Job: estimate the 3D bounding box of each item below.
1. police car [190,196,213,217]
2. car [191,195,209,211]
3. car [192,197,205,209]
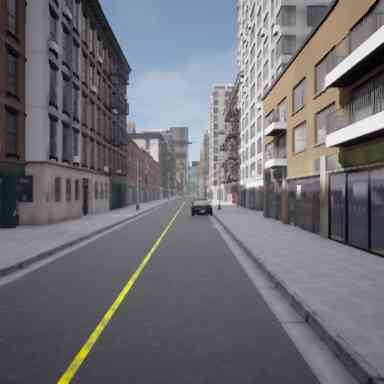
[{"bbox_3d":[0.900,1.419,31.209,1.930,1.638,5.238,0,0,0],"label":"police car"},{"bbox_3d":[0.898,1.348,41.069,2.097,1.767,4.553,0,0,0],"label":"car"},{"bbox_3d":[0.899,1.474,47.291,1.801,1.575,5.366,0,0,0],"label":"car"}]
